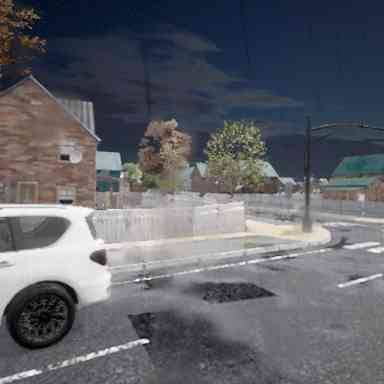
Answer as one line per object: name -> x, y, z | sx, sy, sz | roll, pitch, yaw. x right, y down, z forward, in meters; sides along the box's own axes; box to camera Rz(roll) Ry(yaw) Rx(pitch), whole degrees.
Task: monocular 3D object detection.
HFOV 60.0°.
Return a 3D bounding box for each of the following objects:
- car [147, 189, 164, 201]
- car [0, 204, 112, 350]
car -> -6.888, 0.498, 61.407 | 2.150, 2.045, 5.566 | 2, 0, -21
car -> -3.964, 1.223, 4.721 | 5.566, 2.045, 2.150 | 0, 0, -36
